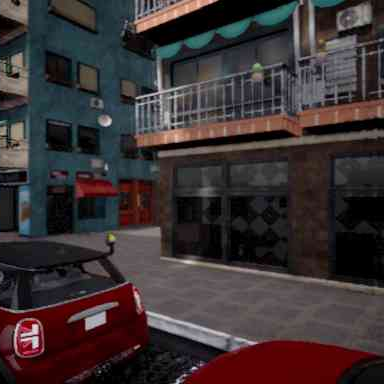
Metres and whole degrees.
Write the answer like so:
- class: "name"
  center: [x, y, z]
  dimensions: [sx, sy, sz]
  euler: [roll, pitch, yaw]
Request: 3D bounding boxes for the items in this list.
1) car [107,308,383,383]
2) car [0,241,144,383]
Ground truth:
- class: "car"
  center: [1.862, 1.547, 1.556]
  dimensions: [4.507, 1.381, 1.887]
  euler: [0, 0, 36]
- class: "car"
  center: [-2.634, 1.427, 4.766]
  dimensions: [4.097, 1.590, 1.967]
  euler: [0, 0, 36]
